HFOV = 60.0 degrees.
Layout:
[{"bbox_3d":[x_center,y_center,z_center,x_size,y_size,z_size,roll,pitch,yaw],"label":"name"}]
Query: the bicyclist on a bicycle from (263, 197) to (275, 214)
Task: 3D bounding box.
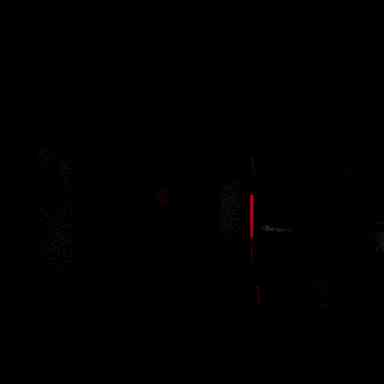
[{"bbox_3d":[7.417,1.349,32.129,1.656,1.620,0.582,0,0,-36],"label":"bicyclist on a bicycle"}]
